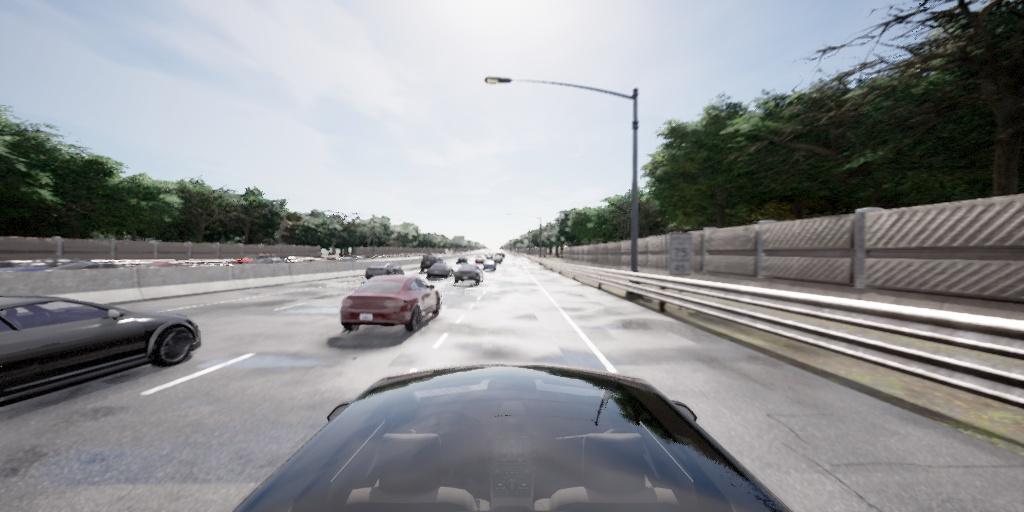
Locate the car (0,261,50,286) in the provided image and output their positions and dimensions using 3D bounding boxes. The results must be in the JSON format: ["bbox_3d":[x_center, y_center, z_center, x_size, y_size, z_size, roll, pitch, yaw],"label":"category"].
[{"bbox_3d":[-31.393,1.026,21.197,1.837,1.490,4.892,1,-1,1],"label":"car"}]

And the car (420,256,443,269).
[{"bbox_3d":[-10.159,0.983,45.986,2.150,2.045,5.566,1,0,0],"label":"car"}]

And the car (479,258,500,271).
[{"bbox_3d":[-3.147,1.339,50.707,2.033,1.411,5.357,1,1,0],"label":"car"}]

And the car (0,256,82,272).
[{"bbox_3d":[-27.886,0.909,21.661,2.097,1.767,4.553,1,0,1],"label":"car"}]

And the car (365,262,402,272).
[{"bbox_3d":[-10.248,1.262,29.152,2.128,1.511,4.902,1,0,0],"label":"car"}]

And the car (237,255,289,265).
[{"bbox_3d":[-24.278,0.998,35.601,2.097,1.767,4.553,1,0,1],"label":"car"}]

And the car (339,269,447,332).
[{"bbox_3d":[-3.411,1.282,10.746,1.812,1.442,4.674,1,0,1],"label":"car"}]

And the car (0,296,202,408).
[{"bbox_3d":[-6.972,1.259,5.144,1.994,1.385,4.181,1,0,1],"label":"car"}]

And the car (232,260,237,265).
[{"bbox_3d":[-27.732,1.114,39.510,1.837,1.490,4.892,1,0,1],"label":"car"}]

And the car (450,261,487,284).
[{"bbox_3d":[-3.261,1.360,27.545,1.812,1.442,4.674,1,0,0],"label":"car"}]

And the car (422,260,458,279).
[{"bbox_3d":[-6.719,1.386,33.941,1.994,1.385,4.181,1,0,0],"label":"car"}]

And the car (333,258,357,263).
[{"bbox_3d":[-20.685,1.012,44.184,2.097,1.767,4.553,1,0,1],"label":"car"}]

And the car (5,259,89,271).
[{"bbox_3d":[-24.403,1.093,20.447,1.837,1.490,4.892,1,-1,1],"label":"car"}]

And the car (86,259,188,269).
[{"bbox_3d":[-20.900,1.103,20.998,1.882,1.535,5.008,1,0,1],"label":"car"}]
